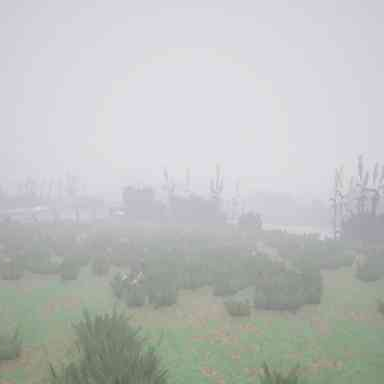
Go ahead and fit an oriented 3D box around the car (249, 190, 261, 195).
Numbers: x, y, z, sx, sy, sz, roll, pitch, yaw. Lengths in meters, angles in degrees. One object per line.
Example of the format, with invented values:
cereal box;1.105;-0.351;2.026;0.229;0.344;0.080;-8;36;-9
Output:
car;10.224;0.765;47.494;2.150;2.045;5.566;0;-2;44

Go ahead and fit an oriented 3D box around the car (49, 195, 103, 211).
car;-10.458;1.107;30.343;1.837;1.490;4.892;0;3;41
